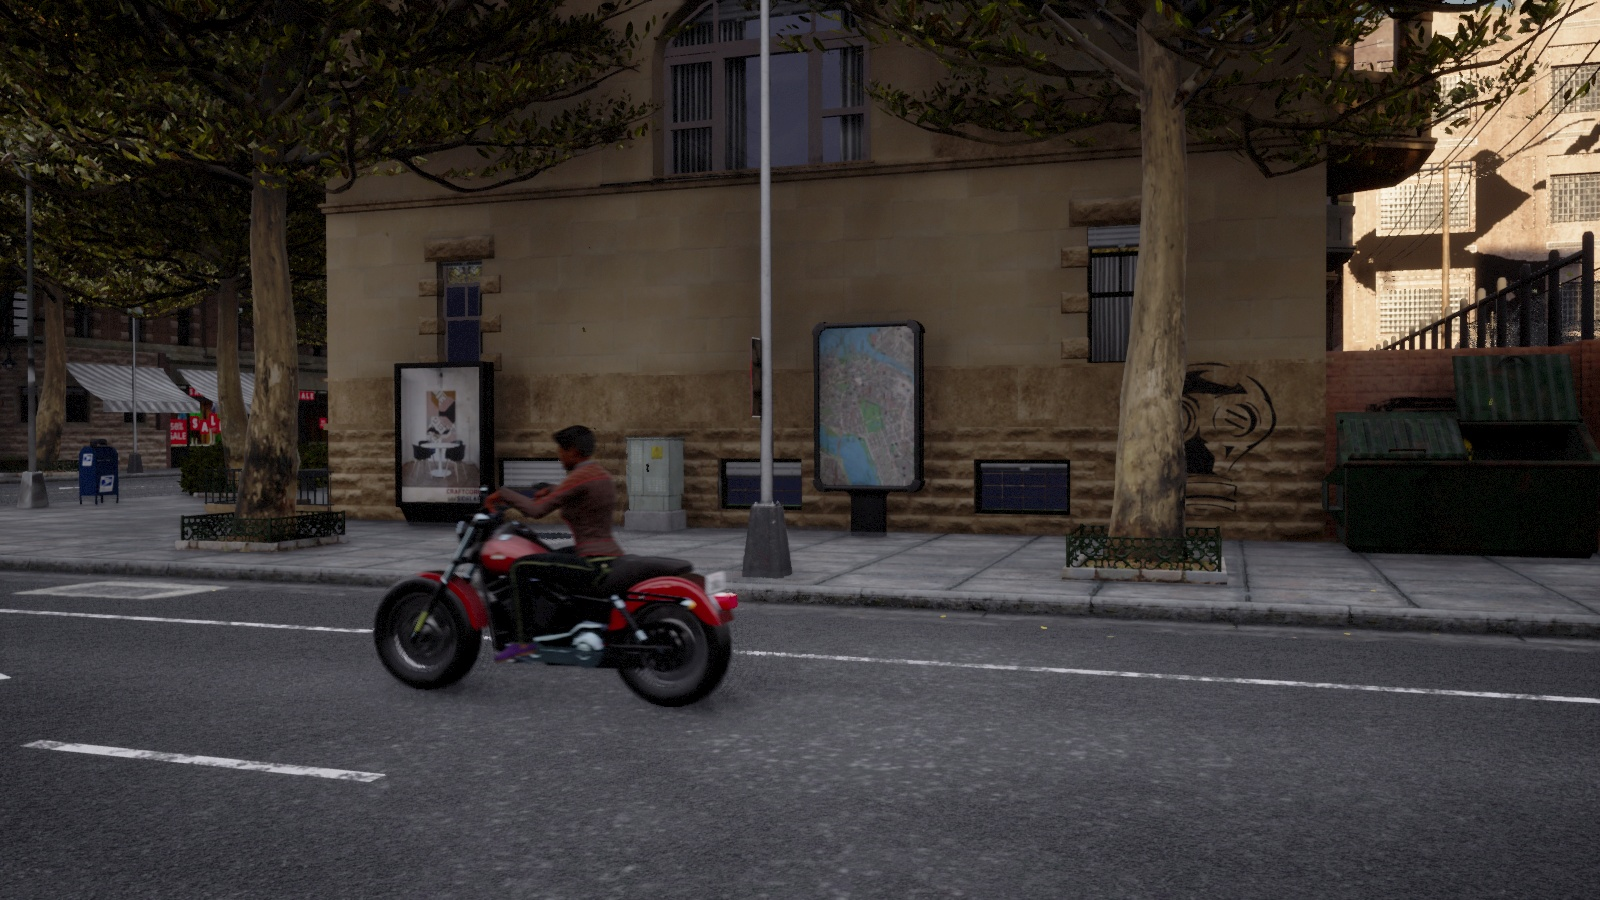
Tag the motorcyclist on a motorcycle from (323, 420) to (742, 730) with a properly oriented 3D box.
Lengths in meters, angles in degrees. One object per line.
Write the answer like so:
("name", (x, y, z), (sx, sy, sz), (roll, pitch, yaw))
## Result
("motorcyclist on a motorcycle", (-1.580, 0.652, 7.413), (2.350, 1.649, 0.766), (0, 1, 19))
